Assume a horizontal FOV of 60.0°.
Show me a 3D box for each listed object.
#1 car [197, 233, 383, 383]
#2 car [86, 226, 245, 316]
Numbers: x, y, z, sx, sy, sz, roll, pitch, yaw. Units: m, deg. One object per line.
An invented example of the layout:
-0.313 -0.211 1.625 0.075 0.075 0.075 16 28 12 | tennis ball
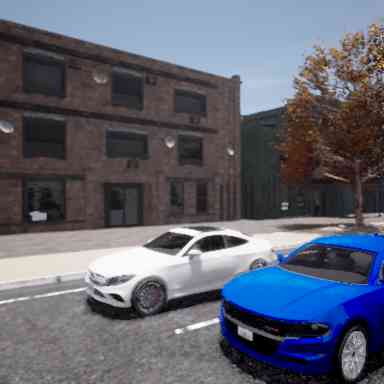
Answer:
2.699 1.510 5.612 5.008 1.535 1.882 0 0 -36 | car
-0.016 1.552 7.668 4.674 1.442 1.812 0 0 -36 | car
